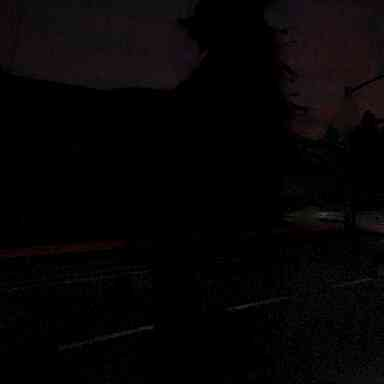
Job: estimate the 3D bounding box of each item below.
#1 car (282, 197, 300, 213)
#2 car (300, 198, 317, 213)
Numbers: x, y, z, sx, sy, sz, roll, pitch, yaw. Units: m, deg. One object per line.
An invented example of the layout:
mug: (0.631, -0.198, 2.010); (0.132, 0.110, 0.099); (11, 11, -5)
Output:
car: (8.078, 1.355, 33.893); (2.128, 1.511, 4.902); (0, 0, -29)
car: (11.074, 1.369, 35.705); (1.837, 1.490, 4.892); (0, 0, -29)
